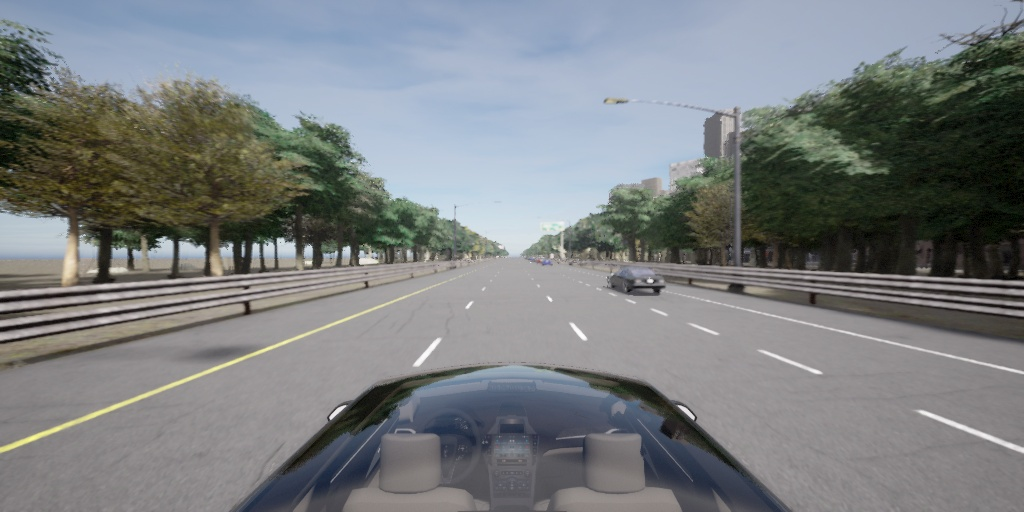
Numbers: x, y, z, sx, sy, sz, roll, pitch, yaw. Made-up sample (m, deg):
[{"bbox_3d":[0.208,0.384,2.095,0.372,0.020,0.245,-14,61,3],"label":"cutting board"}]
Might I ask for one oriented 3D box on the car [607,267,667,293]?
[{"bbox_3d":[7.022,1.313,20.723,2.033,1.411,5.357,0,0,0],"label":"car"}]
